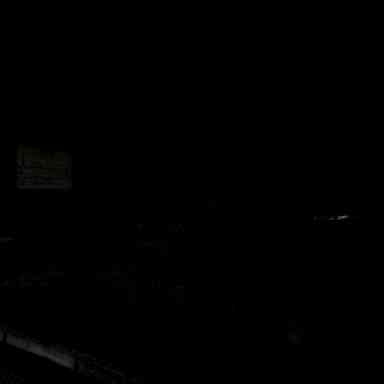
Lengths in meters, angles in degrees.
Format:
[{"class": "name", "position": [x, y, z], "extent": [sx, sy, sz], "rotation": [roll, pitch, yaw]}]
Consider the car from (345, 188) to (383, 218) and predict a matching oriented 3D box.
[{"class": "car", "position": [7.625, -0.010, 10.102], "extent": [5.357, 1.411, 2.033], "rotation": [-6, -3, 34]}]
